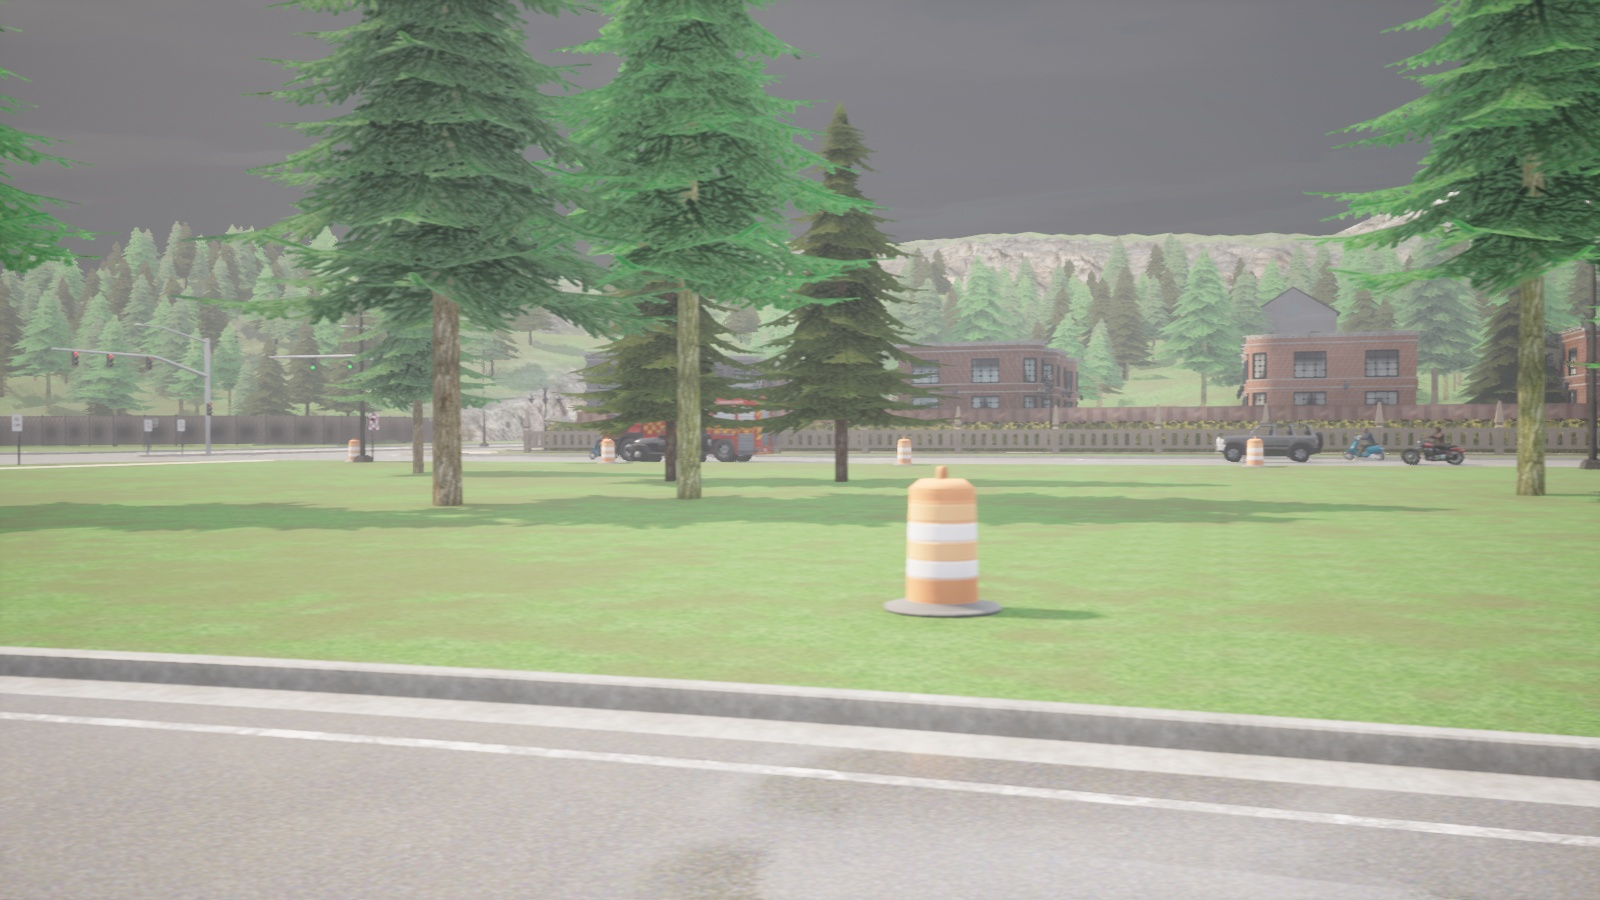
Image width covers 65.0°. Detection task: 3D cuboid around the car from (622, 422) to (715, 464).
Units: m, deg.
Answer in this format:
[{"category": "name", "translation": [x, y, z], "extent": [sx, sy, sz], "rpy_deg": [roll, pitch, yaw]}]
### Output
[{"category": "car", "translation": [-6.169, -0.346, 59.008], "extent": [3.866, 1.878, 1.905], "rpy_deg": [1, 1, 18]}]

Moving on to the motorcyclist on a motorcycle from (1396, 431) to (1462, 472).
[{"category": "motorcyclist on a motorcycle", "translation": [26.016, 0.043, 51.970], "extent": [2.350, 1.649, 0.766], "rpy_deg": [0, 1, 18]}]

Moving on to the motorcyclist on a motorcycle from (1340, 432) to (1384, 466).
[{"category": "motorcyclist on a motorcycle", "translation": [26.480, -0.068, 59.191], "extent": [1.817, 1.590, 0.866], "rpy_deg": [1, 1, 18]}]

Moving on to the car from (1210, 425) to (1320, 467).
[{"category": "car", "translation": [21.145, -0.194, 57.279], "extent": [4.605, 1.855, 1.932], "rpy_deg": [1, 1, 18]}]

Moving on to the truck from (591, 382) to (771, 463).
[{"category": "truck", "translation": [-5.926, -1.363, 62.602], "extent": [8.468, 3.827, 2.891], "rpy_deg": [1, 1, 18]}]
